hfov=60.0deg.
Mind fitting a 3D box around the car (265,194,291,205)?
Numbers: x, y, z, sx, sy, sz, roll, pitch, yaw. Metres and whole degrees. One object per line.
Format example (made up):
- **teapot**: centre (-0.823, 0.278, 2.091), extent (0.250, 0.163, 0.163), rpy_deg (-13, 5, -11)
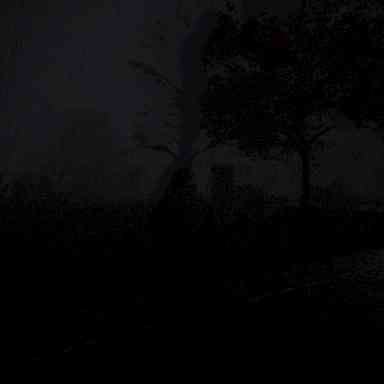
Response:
- **car**: centre (13.044, 1.119, 51.505), extent (2.128, 1.511, 4.902), rpy_deg (-1, 1, -35)
